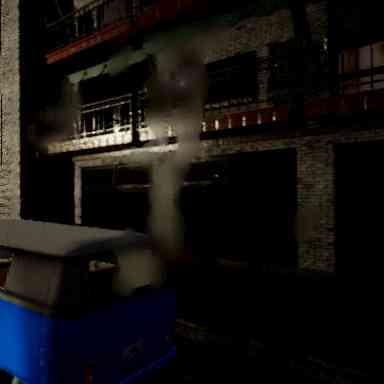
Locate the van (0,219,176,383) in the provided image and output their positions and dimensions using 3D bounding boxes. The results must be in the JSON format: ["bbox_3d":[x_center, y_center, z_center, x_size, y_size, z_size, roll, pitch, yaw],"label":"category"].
[{"bbox_3d":[-2.085,1.318,4.387,3.998,1.788,1.690,0,-1,36],"label":"van"}]
